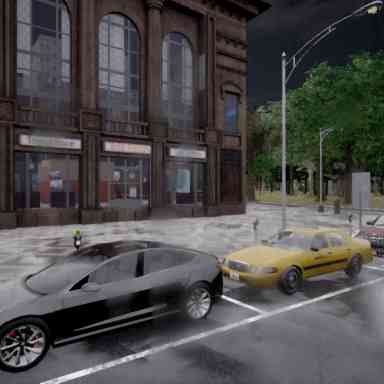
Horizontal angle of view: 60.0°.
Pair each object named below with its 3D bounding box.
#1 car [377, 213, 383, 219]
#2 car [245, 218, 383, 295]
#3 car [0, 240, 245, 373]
[{"bbox_3d":[7.453,1.441,11.974,4.097,1.590,1.967,0,0,-36],"label":"car"},{"bbox_3d":[2.891,1.525,8.715,4.829,1.417,1.752,0,0,-36],"label":"car"},{"bbox_3d":[-1.396,1.566,5.653,4.313,1.339,1.947,0,0,-36],"label":"car"}]
